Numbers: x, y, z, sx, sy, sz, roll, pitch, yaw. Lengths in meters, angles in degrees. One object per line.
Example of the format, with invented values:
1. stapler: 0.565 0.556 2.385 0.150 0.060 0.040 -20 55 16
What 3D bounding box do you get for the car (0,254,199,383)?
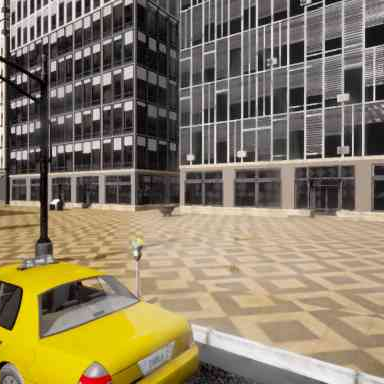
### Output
1. car: -2.201 1.525 4.462 4.829 1.417 1.752 0 0 36
